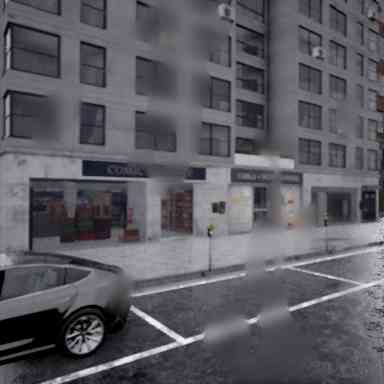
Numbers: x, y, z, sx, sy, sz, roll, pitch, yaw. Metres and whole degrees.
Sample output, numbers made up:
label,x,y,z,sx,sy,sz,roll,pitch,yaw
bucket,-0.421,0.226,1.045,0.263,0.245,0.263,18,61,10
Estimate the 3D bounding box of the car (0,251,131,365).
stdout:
label,x,y,z,sx,sy,sz,roll,pitch,yaw
car,-2.942,1.567,4.433,4.313,1.339,1.947,0,0,-36
